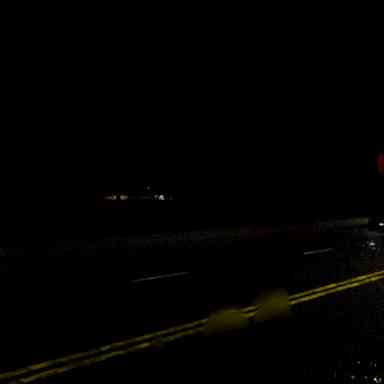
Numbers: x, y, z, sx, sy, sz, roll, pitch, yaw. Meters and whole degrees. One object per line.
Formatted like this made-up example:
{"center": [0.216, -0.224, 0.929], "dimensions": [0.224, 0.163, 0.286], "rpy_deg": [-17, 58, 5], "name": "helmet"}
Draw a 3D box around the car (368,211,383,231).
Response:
{"center": [12.840, 1.745, 20.828], "dimensions": [4.181, 1.385, 1.994], "rpy_deg": [1, 0, -35], "name": "car"}
